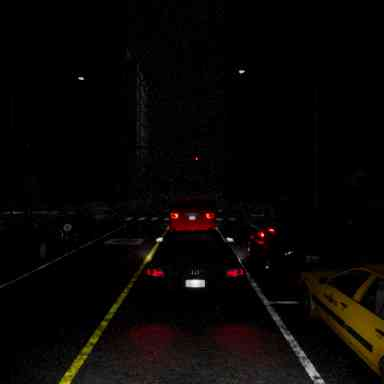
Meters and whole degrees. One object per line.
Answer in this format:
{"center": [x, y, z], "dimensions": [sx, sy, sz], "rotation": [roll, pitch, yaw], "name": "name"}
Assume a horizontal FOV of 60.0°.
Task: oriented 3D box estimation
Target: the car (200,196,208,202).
{"center": [2.823, 1.572, 79.747], "dimensions": [1.887, 1.381, 4.507], "rotation": [0, 0, 0], "name": "car"}

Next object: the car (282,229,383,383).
{"center": [2.765, 1.525, 4.390], "dimensions": [1.752, 1.417, 4.829], "rotation": [0, 0, 0], "name": "car"}

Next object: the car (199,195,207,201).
{"center": [2.828, 1.556, 85.354], "dimensions": [1.752, 1.417, 4.829], "rotation": [0, 0, 0], "name": "car"}

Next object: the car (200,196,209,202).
{"center": [2.819, 1.568, 74.309], "dimensions": [1.887, 1.381, 4.507], "rotation": [0, 0, 0], "name": "car"}

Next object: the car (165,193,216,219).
{"center": [0.017, 1.223, 17.227], "dimensions": [2.150, 2.045, 5.566], "rotation": [0, 0, 0], "name": "car"}

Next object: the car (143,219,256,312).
{"center": [0.065, 1.564, 7.807], "dimensions": [1.994, 1.385, 4.181], "rotation": [0, 0, 0], "name": "car"}

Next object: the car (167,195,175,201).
{"center": [-5.693, 1.585, 90.629], "dimensions": [2.008, 1.369, 4.403], "rotation": [0, 0, 0], "name": "car"}

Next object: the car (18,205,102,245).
{"center": [-5.752, 1.441, 15.139], "dimensions": [1.967, 1.590, 4.097], "rotation": [0, 0, 0], "name": "car"}

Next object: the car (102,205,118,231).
{"center": [-5.748, 1.527, 20.425], "dimensions": [1.752, 1.417, 4.829], "rotation": [0, 0, 0], "name": "car"}

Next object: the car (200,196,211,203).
{"center": [2.815, 1.571, 68.871], "dimensions": [2.008, 1.369, 4.403], "rotation": [0, 0, 0], "name": "car"}

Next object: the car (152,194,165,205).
{"center": [-5.719, 1.329, 58.003], "dimensions": [2.192, 1.841, 5.009], "rotation": [0, 0, 0], "name": "car"}

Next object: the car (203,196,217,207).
{"center": [2.802, 1.452, 52.559], "dimensions": [1.967, 1.590, 4.097], "rotation": [0, 0, 0], "name": "car"}

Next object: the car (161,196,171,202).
{"center": [-5.706, 1.549, 74.146], "dimensions": [1.752, 1.417, 4.829], "rotation": [0, 0, 0], "name": "car"}

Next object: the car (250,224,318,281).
{"center": [2.769, 1.566, 9.677], "dimensions": [1.947, 1.339, 4.313], "rotation": [0, 0, 0], "name": "car"}

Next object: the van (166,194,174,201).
{"center": [-5.698, 1.372, 85.191], "dimensions": [1.690, 1.788, 3.998], "rotation": [0, 0, 0], "name": "van"}

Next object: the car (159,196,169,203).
{"center": [-5.710, 1.602, 68.878], "dimensions": [1.802, 1.307, 4.206], "rotation": [0, 0, 0], "name": "car"}

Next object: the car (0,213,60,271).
{"center": [-5.756, 1.545, 9.681], "dimensions": [1.887, 1.381, 4.507], "rotation": [0, 0, 0], "name": "car"}

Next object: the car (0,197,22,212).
{"center": [-19.040, 1.135, 32.062], "dimensions": [5.008, 1.535, 1.882], "rotation": [1, 0, 1], "name": "car"}
